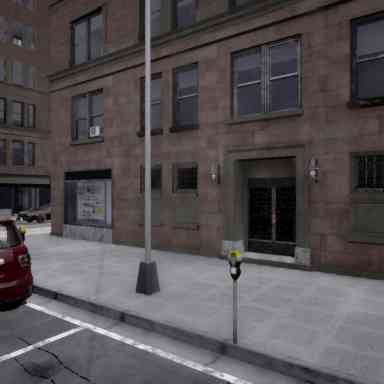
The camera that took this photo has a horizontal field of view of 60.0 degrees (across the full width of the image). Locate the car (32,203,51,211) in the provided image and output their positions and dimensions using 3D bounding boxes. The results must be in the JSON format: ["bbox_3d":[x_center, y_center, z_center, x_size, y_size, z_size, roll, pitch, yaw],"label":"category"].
[{"bbox_3d":[-10.254,1.503,25.184,2.033,1.411,5.357,0,0,36],"label":"car"}]

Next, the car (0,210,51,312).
[{"bbox_3d":[-5.082,1.315,6.423,5.009,1.841,2.192,0,0,35],"label":"car"}]
